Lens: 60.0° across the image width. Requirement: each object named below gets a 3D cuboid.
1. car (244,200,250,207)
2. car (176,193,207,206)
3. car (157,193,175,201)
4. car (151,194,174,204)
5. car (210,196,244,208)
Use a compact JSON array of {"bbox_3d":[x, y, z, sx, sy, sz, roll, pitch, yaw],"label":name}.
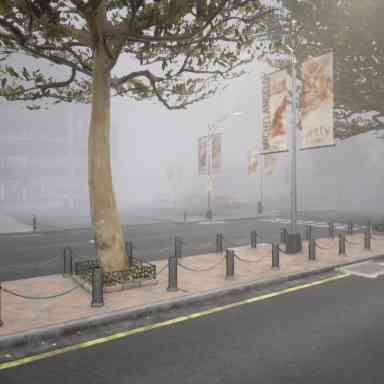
[{"bbox_3d":[6.978,1.526,52.034,1.812,1.442,4.674,0,0,-36],"label":"car"},{"bbox_3d":[-0.181,1.352,55.969,2.097,1.767,4.553,0,0,-36],"label":"car"},{"bbox_3d":[-5.093,1.221,67.879,5.566,2.045,2.150,0,0,45],"label":"car"},{"bbox_3d":[-6.088,1.564,63.577,1.994,1.385,4.181,0,0,-42],"label":"car"},{"bbox_3d":[4.915,1.352,48.890,2.097,1.767,4.553,0,0,-35],"label":"car"}]
